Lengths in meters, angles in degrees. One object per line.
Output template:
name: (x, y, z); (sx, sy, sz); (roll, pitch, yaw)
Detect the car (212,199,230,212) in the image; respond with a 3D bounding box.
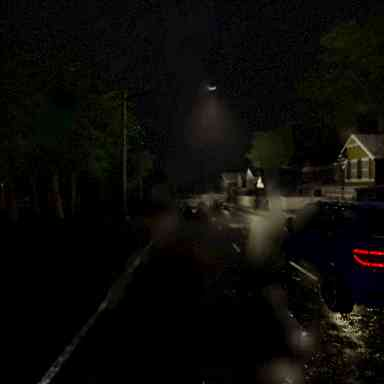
car: (3.450, 1.564, 40.767); (2.128, 1.511, 4.902); (0, 0, -2)

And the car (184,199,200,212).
car: (-0.073, 1.603, 41.477); (1.812, 1.442, 4.674); (0, 0, -2)

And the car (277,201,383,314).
car: (3.616, 1.208, 7.708); (2.150, 2.045, 5.566); (0, 0, 0)

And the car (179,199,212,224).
car: (0.148, 1.370, 25.203); (2.097, 1.767, 4.553); (0, 0, 0)
